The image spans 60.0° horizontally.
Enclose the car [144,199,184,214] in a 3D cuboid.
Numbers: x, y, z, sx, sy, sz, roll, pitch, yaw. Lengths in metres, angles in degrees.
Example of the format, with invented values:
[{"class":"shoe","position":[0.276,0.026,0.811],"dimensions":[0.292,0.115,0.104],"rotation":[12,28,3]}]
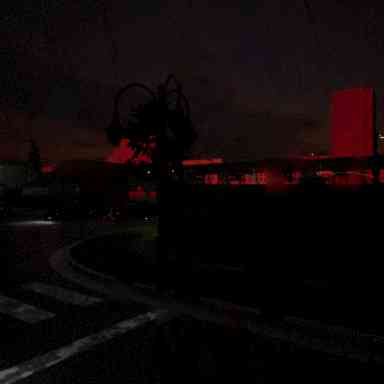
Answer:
[{"class":"car","position":[-2.991,1.544,36.342],"dimensions":[1.812,1.442,4.674],"rotation":[0,0,36]}]

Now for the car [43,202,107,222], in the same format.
[{"class":"car","position":[-9.301,1.566,27.360],"dimensions":[2.033,1.411,5.357],"rotation":[0,0,34]}]

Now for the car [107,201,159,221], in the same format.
[{"class":"car","position":[-4.366,1.519,28.120],"dimensions":[1.882,1.535,5.008],"rotation":[0,0,36]}]
